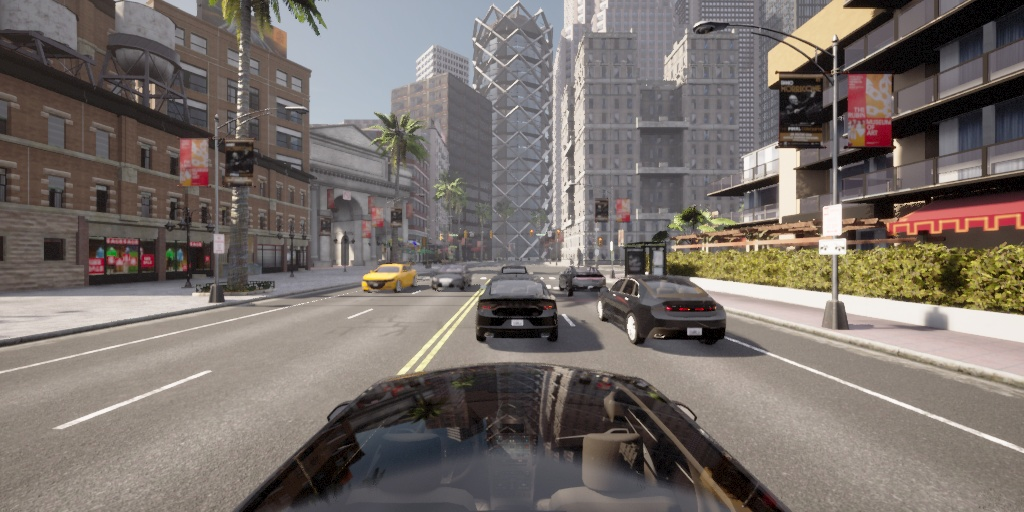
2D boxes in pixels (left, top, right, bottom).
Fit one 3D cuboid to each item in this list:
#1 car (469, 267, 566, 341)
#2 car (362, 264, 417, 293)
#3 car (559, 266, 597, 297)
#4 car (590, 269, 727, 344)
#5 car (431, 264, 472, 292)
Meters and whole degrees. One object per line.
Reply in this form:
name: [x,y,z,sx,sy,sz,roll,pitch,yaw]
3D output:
car: [0.110,1.228,9.884,1.882,1.535,5.008,0,0,0]
car: [-7.031,1.227,21.053,1.882,1.535,5.008,0,0,1]
car: [3.605,1.241,18.934,2.128,1.511,4.902,0,0,0]
car: [3.611,1.255,9.529,1.837,1.490,4.892,0,0,0]
car: [-3.525,1.242,21.620,2.128,1.511,4.902,0,0,1]
